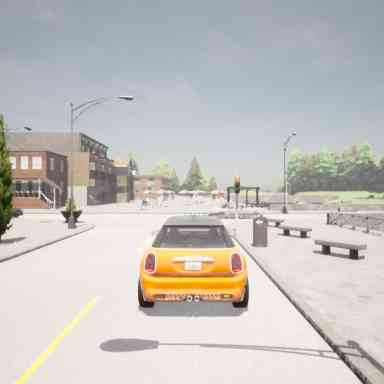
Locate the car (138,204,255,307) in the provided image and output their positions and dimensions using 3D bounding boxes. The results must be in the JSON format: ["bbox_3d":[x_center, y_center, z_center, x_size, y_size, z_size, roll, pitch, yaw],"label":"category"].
[{"bbox_3d":[0.043,1.352,8.119,2.097,1.767,4.553,0,0,1],"label":"car"}]

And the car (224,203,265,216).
[{"bbox_3d":[3.730,1.601,28.059,4.718,1.301,1.895,0,0,0],"label":"car"}]

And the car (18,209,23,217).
[{"bbox_3d":[-16.599,1.564,28.058,4.181,1.385,1.994,0,0,0],"label":"car"}]
